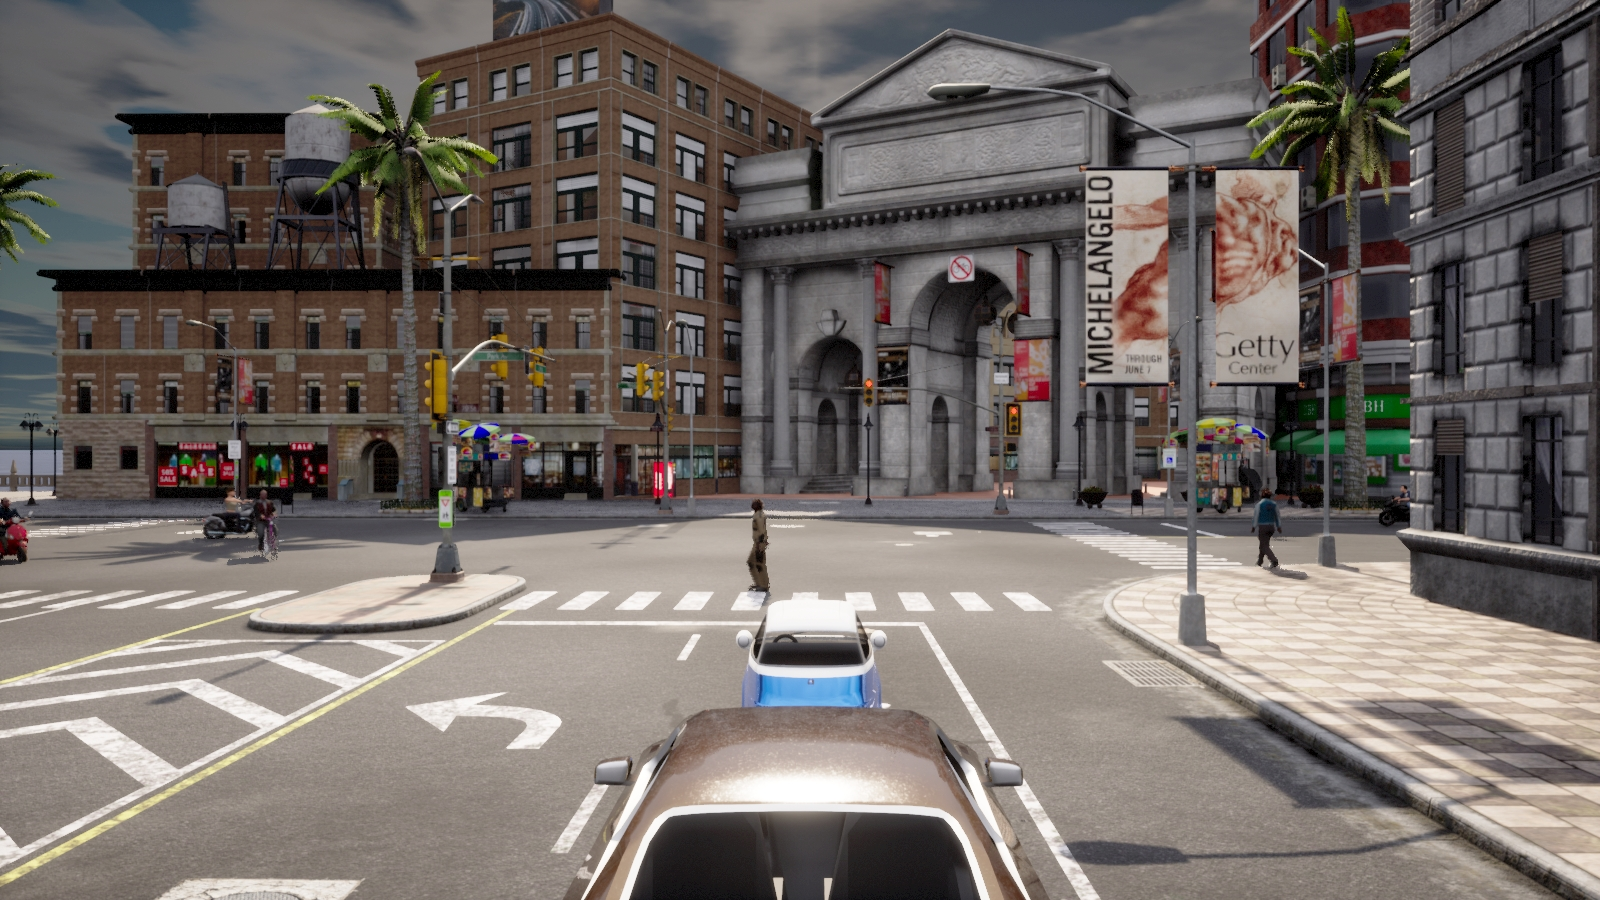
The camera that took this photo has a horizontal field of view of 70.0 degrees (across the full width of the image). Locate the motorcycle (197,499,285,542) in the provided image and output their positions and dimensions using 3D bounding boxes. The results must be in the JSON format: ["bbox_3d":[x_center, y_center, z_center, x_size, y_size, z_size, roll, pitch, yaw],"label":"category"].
[{"bbox_3d":[-17.317,2.170,35.444,2.356,1.277,0.764,0,0,1],"label":"motorcycle"}]

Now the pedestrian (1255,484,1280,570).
[{"bbox_3d":[10.314,1.696,25.193,0.375,1.860,0.375,0,0,-6],"label":"pedestrian"}]

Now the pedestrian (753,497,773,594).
[{"bbox_3d":[-0.718,1.849,22.301,0.375,1.860,0.375,0,0,-2],"label":"pedestrian"}]

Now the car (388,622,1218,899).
[{"bbox_3d":[0.037,1.992,5.222,2.152,1.651,5.027,0,0,1],"label":"car"}]

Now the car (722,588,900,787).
[{"bbox_3d":[0.106,2.120,10.657,1.481,1.376,2.207,0,0,1],"label":"car"}]

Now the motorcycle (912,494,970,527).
[{"bbox_3d":[5.152,2.213,41.779,2.033,1.145,0.803,0,0,1],"label":"motorcycle"}]

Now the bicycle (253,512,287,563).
[{"bbox_3d":[-13.503,2.210,29.091,0.329,1.171,1.835,-3,2,-38],"label":"bicycle"}]
